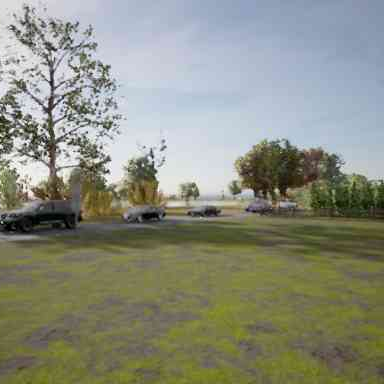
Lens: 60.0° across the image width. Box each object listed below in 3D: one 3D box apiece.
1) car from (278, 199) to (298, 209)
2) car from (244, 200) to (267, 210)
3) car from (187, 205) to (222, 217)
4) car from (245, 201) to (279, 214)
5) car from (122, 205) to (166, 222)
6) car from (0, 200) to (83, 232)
[{"bbox_3d":[15.951,2.168,55.783,2.150,2.045,5.566,-2,-2,35],"label":"car"},{"bbox_3d":[10.314,2.219,52.541,2.150,2.045,5.566,-2,-2,35],"label":"car"},{"bbox_3d":[1.580,2.239,40.263,2.033,1.411,5.357,-2,-2,35],"label":"car"},{"bbox_3d":[9.996,2.334,47.211,2.033,1.411,5.357,-2,-2,36],"label":"car"},{"bbox_3d":[-4.508,2.025,31.617,2.128,1.511,4.902,-2,-2,35],"label":"car"},{"bbox_3d":[-10.368,1.603,23.266,2.150,2.045,5.566,-2,-2,34],"label":"car"}]
